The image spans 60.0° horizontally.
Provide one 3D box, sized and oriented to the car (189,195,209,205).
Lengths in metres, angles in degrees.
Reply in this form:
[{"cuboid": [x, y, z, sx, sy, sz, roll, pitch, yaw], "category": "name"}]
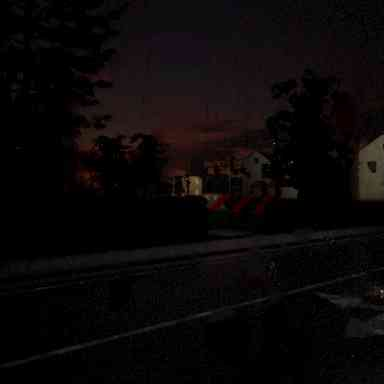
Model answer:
[{"cuboid": [1.115, 1.710, 67.318, 2.150, 2.045, 5.566, 1, 0, -35], "category": "car"}]
